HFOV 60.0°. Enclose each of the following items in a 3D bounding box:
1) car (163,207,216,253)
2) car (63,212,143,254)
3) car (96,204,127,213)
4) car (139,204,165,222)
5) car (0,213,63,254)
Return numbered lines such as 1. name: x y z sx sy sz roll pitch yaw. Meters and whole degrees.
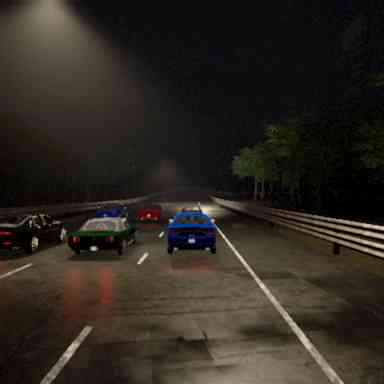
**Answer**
1. car: -0.001 1.629 14.477 1.882 1.535 5.008 0 0 0
2. car: -3.505 1.748 14.096 1.895 1.301 4.718 0 -1 0
3. car: -7.009 1.768 29.473 1.882 1.535 5.008 0 0 0
4. car: -3.508 1.768 29.483 1.882 1.535 5.008 0 0 0
5. car: -7.003 1.657 14.285 1.837 1.490 4.892 0 0 0
